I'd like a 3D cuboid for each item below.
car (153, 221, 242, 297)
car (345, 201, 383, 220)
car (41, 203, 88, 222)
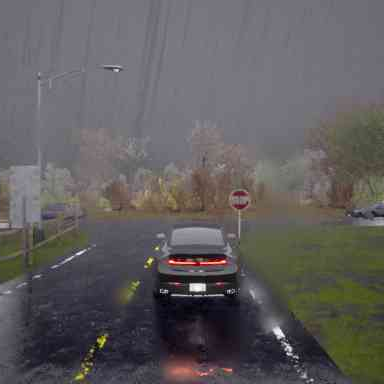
[{"bbox_3d":[0.109,1.504,8.526,1.837,1.490,4.892,0,0,0],"label":"car"},{"bbox_3d":[14.889,1.402,25.803,5.357,1.411,2.033,-1,0,1],"label":"car"},{"bbox_3d":[-10.999,1.609,26.142,5.357,1.411,2.033,0,0,1],"label":"car"}]
